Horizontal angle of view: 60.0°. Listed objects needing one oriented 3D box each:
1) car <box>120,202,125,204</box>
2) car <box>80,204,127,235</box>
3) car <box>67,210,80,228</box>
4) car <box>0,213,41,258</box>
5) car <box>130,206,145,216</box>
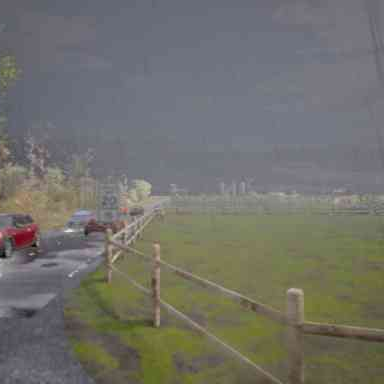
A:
[{"bbox_3d":[-10.893,2.531,48.920,2.150,2.045,5.566,0,-1,-5],"label":"car"},{"bbox_3d":[-6.000,1.970,23.202,2.097,1.767,4.553,0,-2,-4],"label":"car"},{"bbox_3d":[-9.416,2.296,29.023,1.812,1.442,4.674,0,-1,-4],"label":"car"},{"bbox_3d":[-8.244,1.722,14.244,2.097,1.767,4.553,0,-2,-5],"label":"car"},{"bbox_3d":[-8.072,2.803,49.077,1.837,1.490,4.892,0,-1,-4],"label":"car"}]
